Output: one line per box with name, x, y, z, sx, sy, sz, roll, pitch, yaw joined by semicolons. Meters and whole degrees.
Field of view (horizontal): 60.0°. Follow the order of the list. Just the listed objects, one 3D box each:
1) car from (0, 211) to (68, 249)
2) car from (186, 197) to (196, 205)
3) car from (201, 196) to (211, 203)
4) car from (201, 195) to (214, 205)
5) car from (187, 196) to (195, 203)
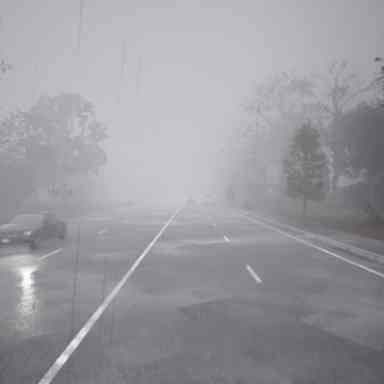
car;-7.139;1.617;15.081;1.812;1.442;4.674;0;0;0
car;-0.231;1.874;69.237;2.128;1.511;4.902;0;0;0
car;3.235;1.769;79.285;2.128;1.511;4.902;0;0;0
car;3.270;1.567;68.897;2.150;2.045;5.566;0;0;0
car;-0.265;1.799;79.271;1.812;1.442;4.674;0;0;0
